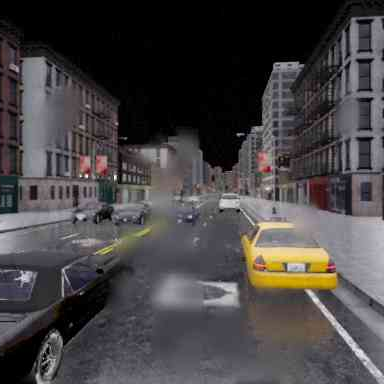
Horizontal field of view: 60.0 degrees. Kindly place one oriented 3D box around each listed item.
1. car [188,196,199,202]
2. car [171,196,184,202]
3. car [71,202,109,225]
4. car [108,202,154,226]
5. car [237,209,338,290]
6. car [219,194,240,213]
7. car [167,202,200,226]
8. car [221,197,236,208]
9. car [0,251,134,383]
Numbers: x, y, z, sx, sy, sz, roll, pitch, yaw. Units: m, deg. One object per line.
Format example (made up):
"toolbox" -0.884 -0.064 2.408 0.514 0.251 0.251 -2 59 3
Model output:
"car" 0.341 1.529 63.549 1.812 1.442 4.674 0 0 7
"car" -2.799 1.531 64.675 1.812 1.442 4.674 0 0 7
"car" -7.115 1.497 24.387 2.128 1.511 4.902 0 0 6
"car" -3.958 1.508 23.310 1.837 1.490 4.892 0 0 6
"car" 2.319 1.457 9.090 1.801 1.575 5.366 0 0 6
"car" 4.259 1.220 37.546 2.150 2.045 5.566 0 0 7
"car" -0.477 1.603 23.418 1.895 1.301 4.718 0 0 6
"car" 5.308 1.546 48.198 2.033 1.411 5.357 0 0 6
"car" -2.394 1.604 5.286 1.895 1.301 4.718 0 0 6
